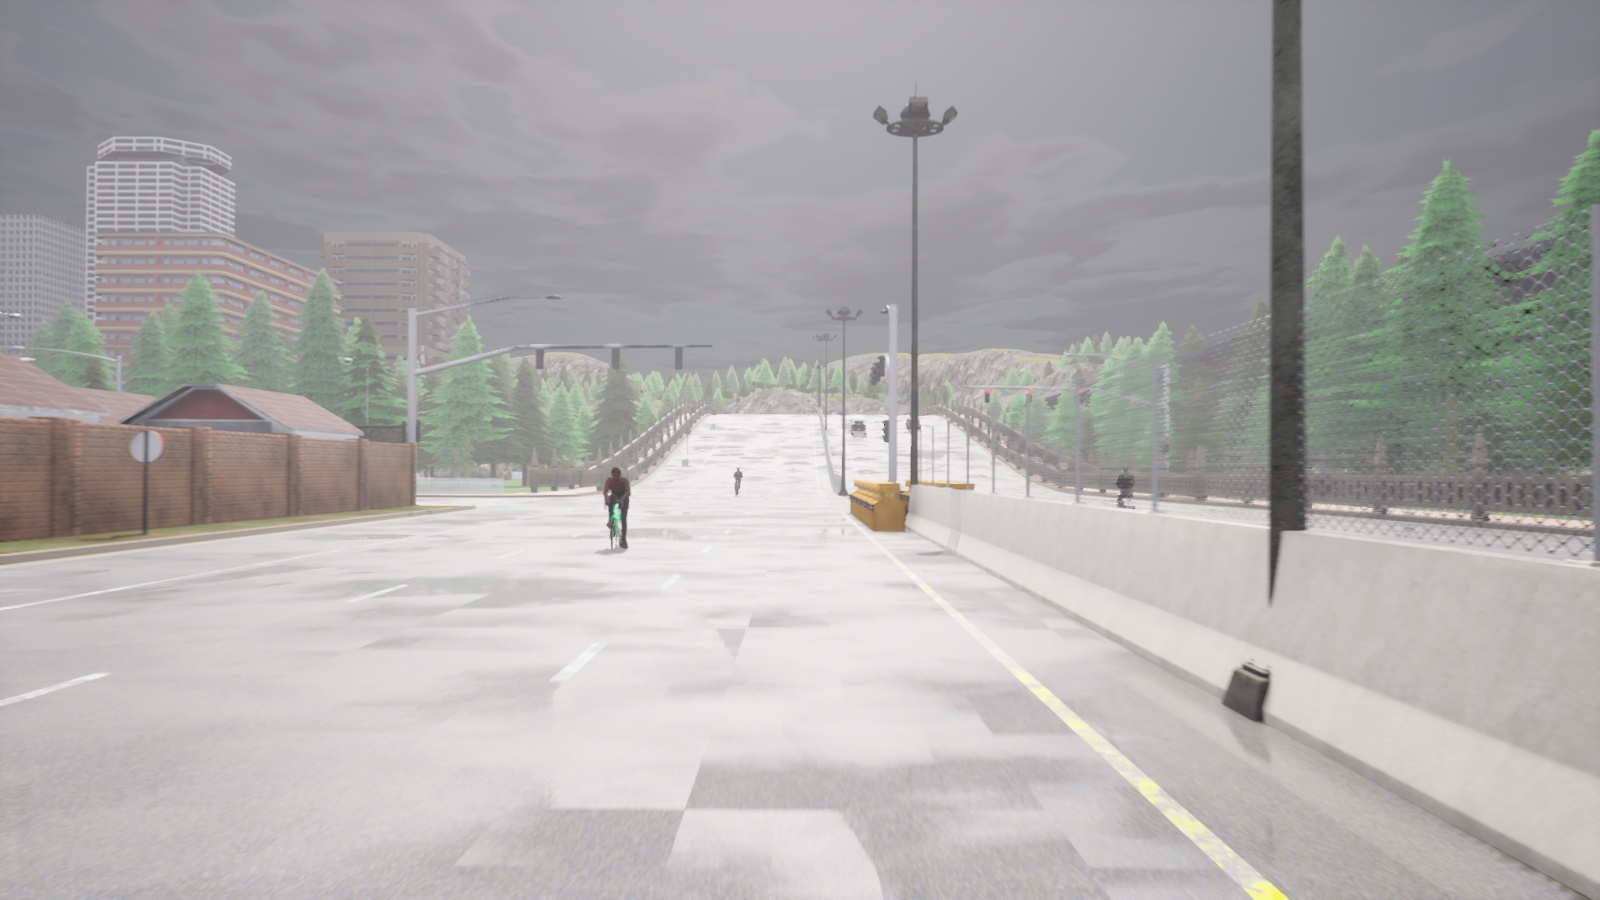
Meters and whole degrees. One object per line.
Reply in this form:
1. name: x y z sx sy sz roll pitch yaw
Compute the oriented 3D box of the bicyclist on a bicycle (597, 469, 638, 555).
1. bicyclist on a bicycle: -3.578 1.193 24.701 0.582 1.620 1.656 0 -1 0
